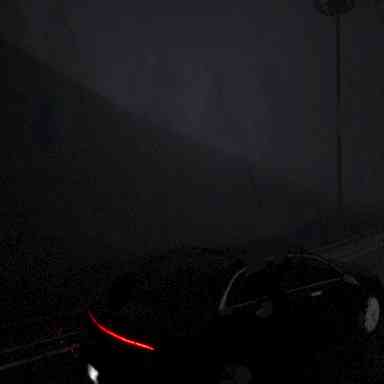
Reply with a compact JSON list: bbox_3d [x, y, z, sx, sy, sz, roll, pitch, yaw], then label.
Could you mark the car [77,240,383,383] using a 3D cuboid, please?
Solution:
[{"bbox_3d":[0.940,1.454,4.713,4.892,1.490,1.837,-1,1,-38],"label":"car"}]
